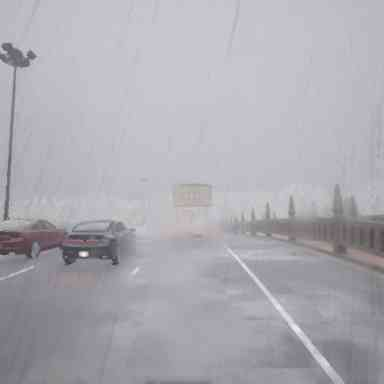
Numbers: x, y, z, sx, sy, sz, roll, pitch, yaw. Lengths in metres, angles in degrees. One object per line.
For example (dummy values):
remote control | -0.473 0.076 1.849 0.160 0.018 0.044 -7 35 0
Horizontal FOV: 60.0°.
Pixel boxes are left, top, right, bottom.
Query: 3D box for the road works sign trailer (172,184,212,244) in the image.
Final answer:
road works sign trailer | 0.003 1.307 20.670 2.380 3.560 2.880 0 -5 0

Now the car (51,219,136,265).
car | -3.398 1.819 12.868 1.837 1.490 4.892 0 -3 0

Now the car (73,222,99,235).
car | -14.077 4.880 44.572 1.882 1.535 5.008 0 -6 0

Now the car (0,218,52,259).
car | -6.899 1.862 14.103 1.882 1.535 5.008 0 -3 0

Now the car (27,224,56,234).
car | -21.065 5.209 46.766 1.994 1.385 4.181 0 -6 0
